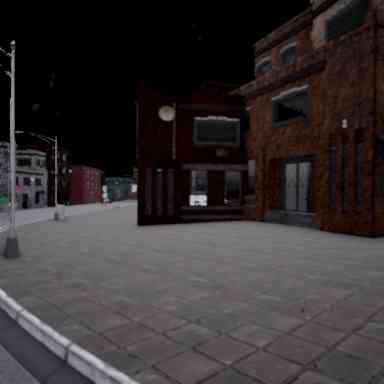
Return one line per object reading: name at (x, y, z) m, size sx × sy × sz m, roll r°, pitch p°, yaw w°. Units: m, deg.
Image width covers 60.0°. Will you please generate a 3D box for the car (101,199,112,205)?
car at (-21.396, 2.498, 83.339) m, size 1.882 × 1.535 × 5.008 m, roll 0°, pitch -1°, yaw -1°
